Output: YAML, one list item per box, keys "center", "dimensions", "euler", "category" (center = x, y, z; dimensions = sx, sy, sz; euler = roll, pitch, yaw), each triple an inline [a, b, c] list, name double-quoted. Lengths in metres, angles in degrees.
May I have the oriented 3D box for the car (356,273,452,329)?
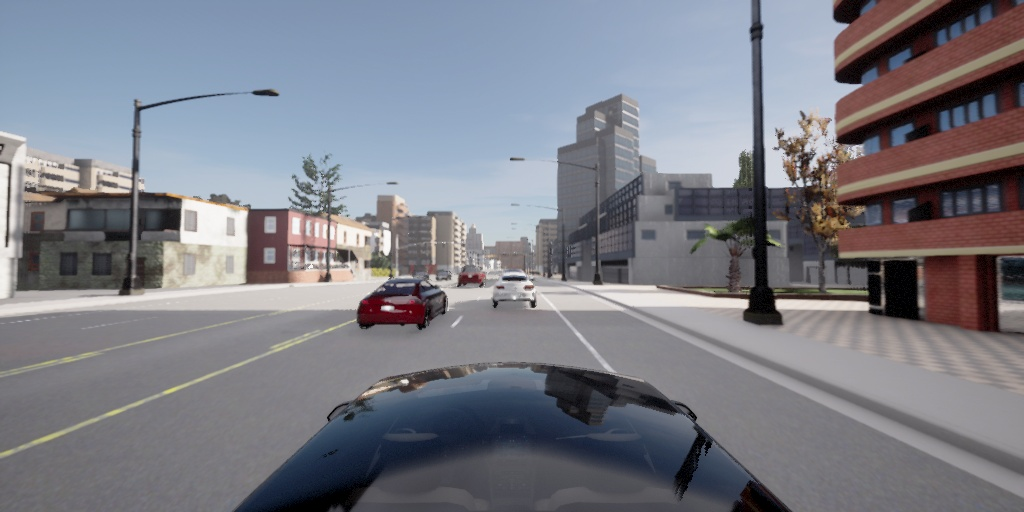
- center: [-3.400, 1.425, 11.795]
  dimensions: [1.994, 1.385, 4.181]
  euler: [0, -1, 0]
  category: "car"

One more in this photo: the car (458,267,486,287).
- center: [-3.401, 1.758, 31.307]
  dimensions: [2.097, 1.767, 4.553]
  euler: [0, -2, 0]
  category: "car"

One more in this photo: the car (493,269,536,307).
- center: [0.100, 1.466, 16.646]
  dimensions: [1.812, 1.442, 4.674]
  euler: [0, -1, 0]
  category: "car"
